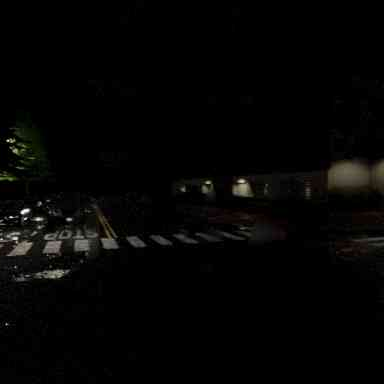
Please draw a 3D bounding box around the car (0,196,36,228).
[{"bbox_3d":[-10.750,1.243,19.632,1.837,1.490,4.892,-1,1,-18],"label":"car"}]

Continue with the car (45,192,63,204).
[{"bbox_3d":[-19.597,0.785,47.403,1.882,1.535,5.008,-1,1,-17],"label":"car"}]

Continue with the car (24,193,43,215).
[{"bbox_3d":[-13.522,0.958,28.157,2.097,1.767,4.553,-1,1,-18],"label":"car"}]

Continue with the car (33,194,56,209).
[{"bbox_3d":[-16.555,1.025,37.580,1.994,1.385,4.181,-1,1,-18],"label":"car"}]

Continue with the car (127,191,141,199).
[{"bbox_3d":[-10.748,0.506,61.566,1.994,1.385,4.181,-1,1,2],"label":"car"}]

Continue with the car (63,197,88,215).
[{"bbox_3d":[-10.286,1.146,29.542,1.895,1.301,4.718,-1,1,-18],"label":"car"}]

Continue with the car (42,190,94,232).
[{"bbox_3d":[-6.795,0.931,18.750,2.150,2.045,5.566,-1,1,-18],"label":"car"}]

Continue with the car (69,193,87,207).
[{"bbox_3d":[-13.755,0.882,40.360,1.837,1.490,4.892,-1,1,-17],"label":"car"}]
